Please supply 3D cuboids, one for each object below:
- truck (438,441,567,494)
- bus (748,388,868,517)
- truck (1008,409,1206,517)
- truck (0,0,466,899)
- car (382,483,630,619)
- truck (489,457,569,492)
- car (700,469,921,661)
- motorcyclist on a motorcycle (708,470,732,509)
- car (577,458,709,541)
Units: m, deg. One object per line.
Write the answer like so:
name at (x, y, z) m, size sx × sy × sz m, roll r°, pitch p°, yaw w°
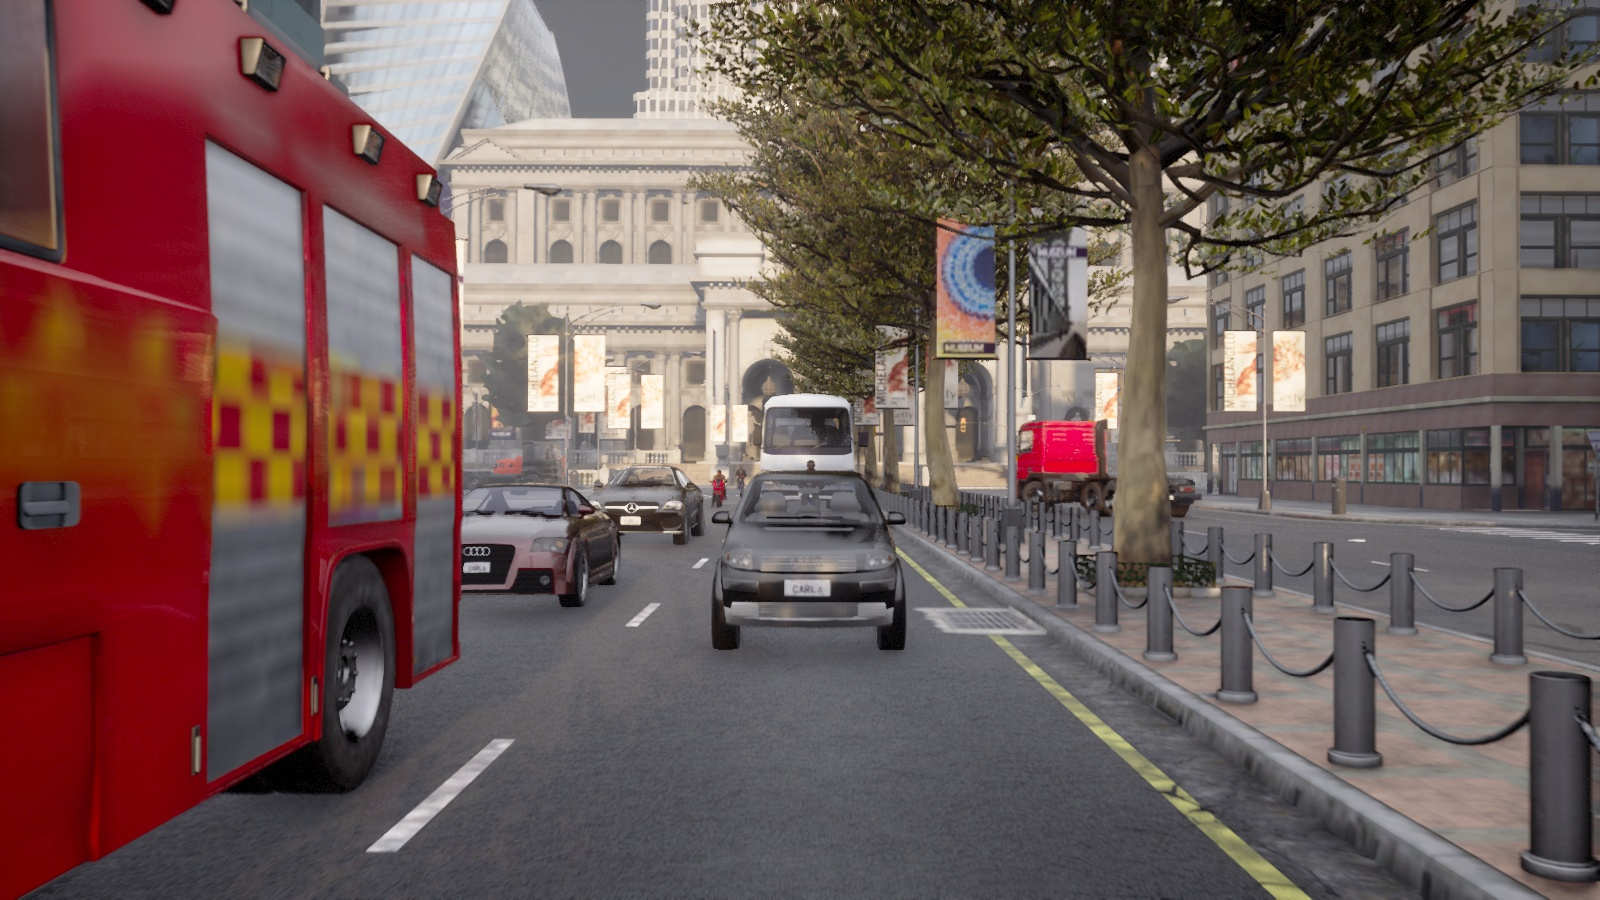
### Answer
truck at (-19.909, 1.197, 84.363) m, size 7.936 × 3.462 × 2.891 m, roll 0°, pitch -1°, yaw 0°
bus at (0.288, 0.155, 46.982) m, size 3.944 × 4.253 × 10.273 m, roll 0°, pitch -1°, yaw 0°
truck at (10.579, 0.471, 44.372) m, size 2.891 × 3.462 × 7.936 m, roll 0°, pitch -1°, yaw -20°
truck at (-3.478, -0.276, 3.408) m, size 2.891 × 3.827 × 8.468 m, roll 0°, pitch -1°, yaw 0°
car at (-3.390, 1.122, 15.348) m, size 1.994 × 1.385 × 4.181 m, roll 0°, pitch -1°, yaw 1°
truck at (-19.690, 1.807, 91.355) m, size 5.204 × 2.467 × 2.627 m, roll 1°, pitch -1°, yaw 0°
car at (0.091, 0.975, 12.077) m, size 1.789 × 1.549 × 3.705 m, roll 0°, pitch -1°, yaw 0°
motorcyclist on a motorcycle at (-3.193, 1.566, 50.176) m, size 0.797 × 1.523 × 2.044 m, roll 0°, pitch -1°, yaw 0°
car at (-3.296, 1.018, 27.378) m, size 2.152 × 1.651 × 5.027 m, roll 0°, pitch -1°, yaw 1°
